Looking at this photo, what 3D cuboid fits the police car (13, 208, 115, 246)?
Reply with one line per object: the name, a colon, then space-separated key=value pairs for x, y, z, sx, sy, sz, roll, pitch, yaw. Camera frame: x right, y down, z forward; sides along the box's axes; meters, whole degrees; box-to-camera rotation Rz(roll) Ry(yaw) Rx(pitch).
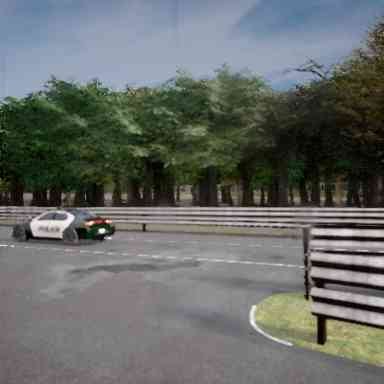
police car: x=-6.037 y=1.524 z=15.237 sx=4.974 sy=1.542 sz=2.038 roll=-1 pitch=-1 yaw=25
